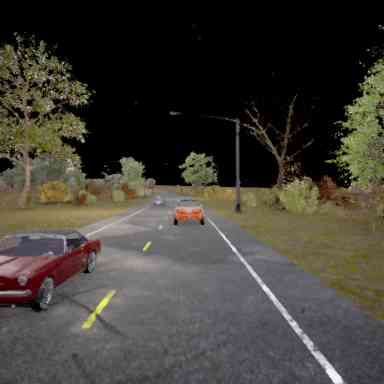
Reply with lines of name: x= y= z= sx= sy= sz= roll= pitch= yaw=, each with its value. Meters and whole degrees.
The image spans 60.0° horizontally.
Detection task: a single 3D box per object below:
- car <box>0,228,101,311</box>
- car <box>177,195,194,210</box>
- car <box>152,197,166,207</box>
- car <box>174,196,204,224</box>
car: x=-3.651 y=1.601 z=7.842 sx=1.895 sy=1.301 sz=4.718 roll=0 pitch=0 yaw=-1
car: x=-0.912 y=1.313 z=43.296 sx=2.097 sy=1.767 sz=4.553 roll=0 pitch=0 yaw=-3
car: x=-4.912 y=1.445 z=50.220 sx=2.128 sy=1.511 sz=4.902 roll=0 pitch=0 yaw=-3
car: x=-0.256 y=1.338 z=24.782 sx=2.097 sy=1.767 sz=4.553 roll=0 pitch=0 yaw=-1
